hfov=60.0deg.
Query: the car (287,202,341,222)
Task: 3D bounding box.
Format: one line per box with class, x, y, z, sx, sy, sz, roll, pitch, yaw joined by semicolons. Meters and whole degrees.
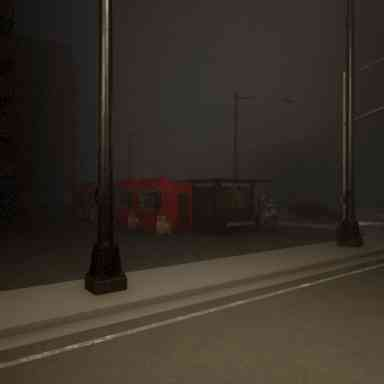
car;10.278;1.620;27.776;1.837;1.490;4.892;0;0;-36
